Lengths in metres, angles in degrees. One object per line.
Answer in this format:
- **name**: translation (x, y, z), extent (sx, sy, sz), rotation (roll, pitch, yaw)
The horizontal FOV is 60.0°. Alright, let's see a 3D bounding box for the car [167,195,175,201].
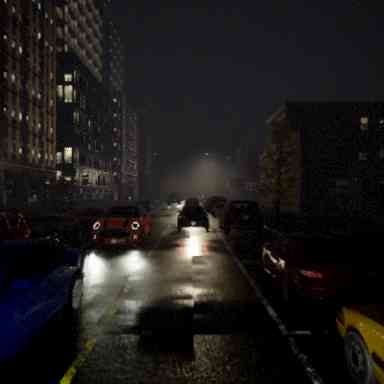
- **car**: translation (-5.826, 1.601, 90.859), extent (1.967, 1.590, 4.097), rotation (0, 0, 0)

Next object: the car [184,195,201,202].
- **car**: translation (0.033, 1.538, 43.178), extent (1.882, 1.535, 5.008), rotation (0, 0, 0)

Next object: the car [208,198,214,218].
- **car**: translation (2.648, 1.564, 30.132), extent (1.752, 1.417, 4.829), rotation (0, 0, 0)

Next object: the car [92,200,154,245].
- **car**: translation (-3.110, 1.371, 15.453), extent (2.097, 1.767, 4.553), rotation (0, 0, 0)

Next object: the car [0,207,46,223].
- **car**: translation (-5.697, 1.325, 7.804), extent (2.192, 1.841, 5.009), rotation (0, 0, 0)

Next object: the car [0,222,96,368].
- **car**: translation (-3.110, 1.484, 4.857), extent (1.882, 1.535, 5.008), rotation (0, 0, 0)

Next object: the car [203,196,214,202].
- **car**: translation (2.640, 1.362, 35.500), extent (2.192, 1.841, 5.009), rotation (0, 0, 0)

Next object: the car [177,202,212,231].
- **car**: translation (0.070, 1.551, 20.628), extent (1.812, 1.442, 4.674), rotation (0, 0, 0)

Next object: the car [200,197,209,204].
- **car**: translation (2.588, 1.690, 68.721), extent (1.802, 1.307, 4.206), rotation (0, 0, 0)

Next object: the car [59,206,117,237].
- **car**: translation (-5.715, 1.569, 18.877), extent (1.887, 1.381, 4.507), rotation (0, 0, 0)

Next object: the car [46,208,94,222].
- **car**: translation (-5.706, 1.568, 13.341), extent (2.008, 1.369, 4.403), rotation (0, 0, 0)

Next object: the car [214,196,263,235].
- **car**: translation (2.666, 1.337, 18.888), extent (2.192, 1.841, 5.009), rotation (0, 0, 0)

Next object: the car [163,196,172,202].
- **car**: translation (-5.809, 1.659, 79.615), extent (1.752, 1.417, 4.829), rotation (0, 0, 0)

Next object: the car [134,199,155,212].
- **car**: translation (-5.749, 1.624, 41.026), extent (1.947, 1.339, 4.313), rotation (0, 0, 0)

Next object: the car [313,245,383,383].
- **car**: translation (2.691, 1.528, 2.447), extent (1.752, 1.417, 4.829), rotation (0, 0, 0)

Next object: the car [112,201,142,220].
- **car**: translation (-5.732, 1.565, 29.782), extent (1.752, 1.417, 4.829), rotation (0, 0, 0)

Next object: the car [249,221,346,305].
- **car**: translation (2.683, 1.590, 7.814), extent (1.802, 1.307, 4.206), rotation (0, 0, 0)

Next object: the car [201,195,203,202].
- **car**: translation (2.632, 1.371, 41.037), extent (2.192, 1.841, 5.009), rotation (0, 0, 0)

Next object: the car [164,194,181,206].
- **car**: translation (-3.134, 1.308, 58.570), extent (2.150, 2.045, 5.566), rotation (0, 0, 1)

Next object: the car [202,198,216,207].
- **car**: translation (2.613, 1.641, 52.110), extent (1.947, 1.339, 4.313), rotation (0, 0, 0)

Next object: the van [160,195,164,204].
- **van**: translation (-5.792, 1.451, 68.711), extent (1.690, 1.788, 3.998), rotation (0, 0, 0)
